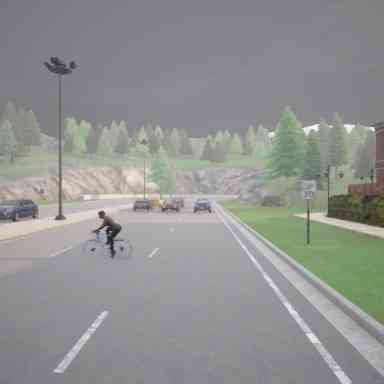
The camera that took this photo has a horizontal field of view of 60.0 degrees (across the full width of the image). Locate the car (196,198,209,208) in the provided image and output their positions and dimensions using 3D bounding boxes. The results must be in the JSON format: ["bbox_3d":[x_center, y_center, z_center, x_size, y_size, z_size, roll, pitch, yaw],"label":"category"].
[{"bbox_3d":[1.565,1.601,49.628,1.895,1.301,4.718,0,0,2],"label":"car"}]

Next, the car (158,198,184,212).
[{"bbox_3d":[-2.327,1.601,37.922,1.895,1.301,4.718,0,0,2],"label":"car"}]

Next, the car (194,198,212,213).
[{"bbox_3d":[1.198,1.526,37.565,1.812,1.442,4.674,0,0,2],"label":"car"}]

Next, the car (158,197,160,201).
[{"bbox_3d":[-5.480,1.477,50.236,1.882,1.535,5.008,0,0,2],"label":"car"}]

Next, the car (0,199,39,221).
[{"bbox_3d":[-14.325,1.352,26.791,2.097,1.767,4.553,0,0,2],"label":"car"}]

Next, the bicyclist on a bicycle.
[{"bbox_3d":[-2.841,1.454,11.120,1.656,1.620,0.582,-1,0,2],"label":"bicyclist on a bicycle"}]

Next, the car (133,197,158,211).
[{"bbox_3d":[-5.759,1.491,39.947,2.128,1.511,4.902,0,0,2],"label":"car"}]
